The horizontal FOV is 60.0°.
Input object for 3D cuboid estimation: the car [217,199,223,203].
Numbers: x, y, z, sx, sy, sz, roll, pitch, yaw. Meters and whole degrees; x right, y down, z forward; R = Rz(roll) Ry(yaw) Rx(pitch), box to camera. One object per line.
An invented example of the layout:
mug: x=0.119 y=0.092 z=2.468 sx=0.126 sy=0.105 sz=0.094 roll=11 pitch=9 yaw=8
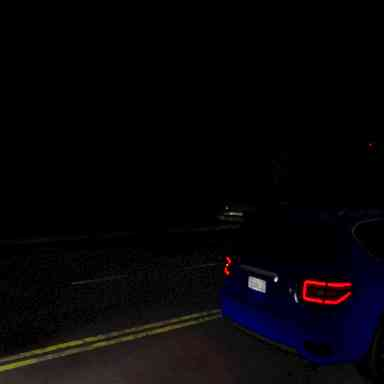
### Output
car: x=2.533 y=1.494 z=38.081 sx=2.128 sy=1.511 sz=4.902 roll=0 pitch=0 yaw=-31

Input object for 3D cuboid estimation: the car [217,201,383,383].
car: x=3.047 y=1.222 z=5.527 sx=5.566 sy=2.045 sz=2.150 roll=0 pitch=0 yaw=-33
